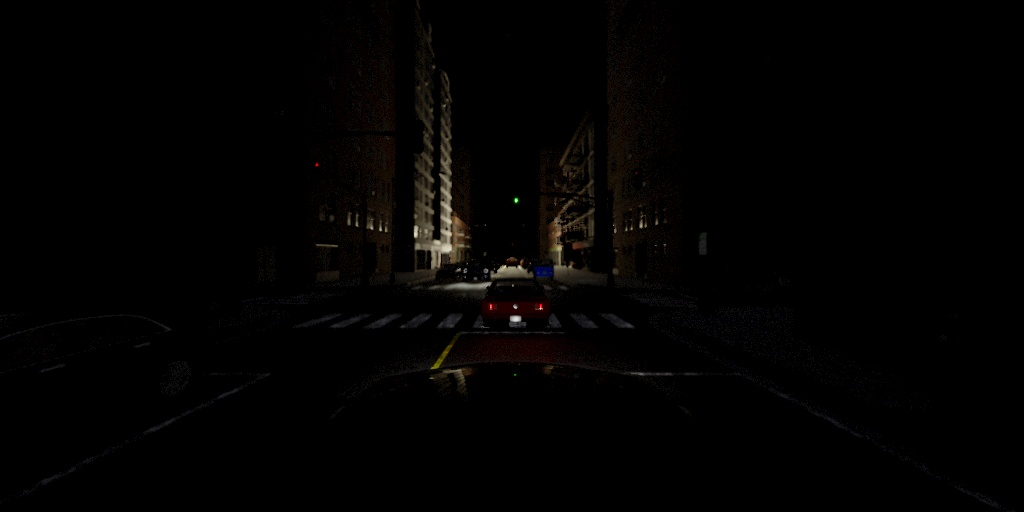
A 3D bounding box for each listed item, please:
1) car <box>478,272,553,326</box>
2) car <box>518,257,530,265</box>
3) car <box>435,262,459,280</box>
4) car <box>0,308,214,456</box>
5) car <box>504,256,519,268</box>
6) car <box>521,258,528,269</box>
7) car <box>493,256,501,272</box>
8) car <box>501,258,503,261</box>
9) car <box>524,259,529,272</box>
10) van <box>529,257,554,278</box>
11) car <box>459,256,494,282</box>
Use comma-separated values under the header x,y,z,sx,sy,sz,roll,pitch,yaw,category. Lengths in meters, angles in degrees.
x,y,z,sx,sy,sz,roll,pitch,yaw,category
0.102,1.360,11.611,1.895,1.301,4.718,0,0,0,car
2.641,1.108,59.141,2.192,1.841,5.009,0,0,0,car
-5.386,1.326,30.725,2.007,1.370,4.403,0,0,0,car
-5.387,1.302,3.644,2.007,1.370,4.403,0,0,0,car
0.003,1.271,60.031,1.882,1.535,5.008,0,0,0,car
2.640,1.374,53.459,1.802,1.307,4.207,0,0,0,car
-2.831,1.008,42.303,2.150,2.045,5.566,0,0,0,car
-2.819,1.356,54.205,1.994,1.385,4.181,0,0,0,car
2.640,1.367,42.096,1.802,1.307,4.207,0,0,0,car
2.639,1.116,30.734,1.690,1.789,3.998,0,0,0,van
-2.797,1.126,29.170,2.097,1.767,4.553,0,0,-1,car
